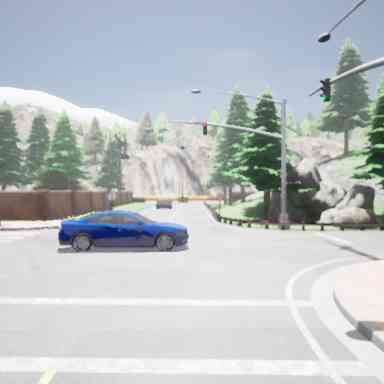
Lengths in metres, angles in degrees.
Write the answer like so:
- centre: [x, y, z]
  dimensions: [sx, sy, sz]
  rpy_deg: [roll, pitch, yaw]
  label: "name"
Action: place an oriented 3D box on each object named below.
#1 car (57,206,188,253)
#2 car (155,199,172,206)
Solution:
- centre: [-2.658, 1.486, 13.197]
  dimensions: [5.008, 1.535, 1.882]
  rpy_deg: [0, 0, -2]
  label: "car"
- centre: [-3.665, 1.579, 44.045]
  dimensions: [1.994, 1.385, 4.181]
  rpy_deg: [0, 0, 0]
  label: "car"
